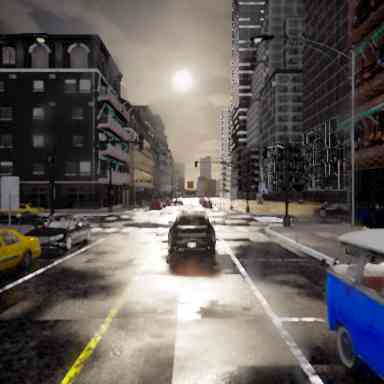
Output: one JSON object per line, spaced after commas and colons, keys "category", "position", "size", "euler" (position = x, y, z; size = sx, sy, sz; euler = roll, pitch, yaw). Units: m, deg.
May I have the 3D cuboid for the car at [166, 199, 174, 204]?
{"category": "car", "position": [-5.673, 2.417, 86.486], "size": [1.802, 1.307, 4.206], "euler": [-1, -1, 0]}

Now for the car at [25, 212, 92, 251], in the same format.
{"category": "car", "position": [-5.697, 1.688, 14.529], "size": [2.008, 1.369, 4.403], "euler": [-1, -1, 0]}

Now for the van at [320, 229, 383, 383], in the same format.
{"category": "van", "position": [2.677, 1.371, 3.165], "size": [1.690, 1.788, 3.998], "euler": [-1, -1, 0]}

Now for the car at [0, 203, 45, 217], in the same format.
{"category": "car", "position": [-17.873, 1.829, 34.503], "size": [4.829, 1.417, 1.752], "euler": [0, 0, 0]}

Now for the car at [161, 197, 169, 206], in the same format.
{"category": "car", "position": [-5.684, 1.996, 58.243], "size": [1.967, 1.590, 4.097], "euler": [-1, -1, 0]}

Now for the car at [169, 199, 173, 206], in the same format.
{"category": "car", "position": [-5.682, 1.982, 69.542], "size": [2.192, 1.841, 5.009], "euler": [-1, -1, 0]}

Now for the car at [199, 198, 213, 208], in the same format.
{"category": "car", "position": [2.665, 2.100, 58.297], "size": [1.887, 1.381, 4.507], "euler": [-1, -1, 0]}

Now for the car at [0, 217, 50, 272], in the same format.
{"category": "car", "position": [-5.699, 1.608, 8.695], "size": [1.752, 1.417, 4.829], "euler": [-1, -1, 0]}

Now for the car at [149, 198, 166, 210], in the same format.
{"category": "car", "position": [-5.684, 2.045, 52.594], "size": [1.887, 1.381, 4.507], "euler": [-1, -1, 0]}

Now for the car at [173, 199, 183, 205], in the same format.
{"category": "car", "position": [-2.976, 2.249, 73.212], "size": [1.994, 1.385, 4.181], "euler": [0, -1, 0]}

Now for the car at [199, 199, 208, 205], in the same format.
{"category": "car", "position": [2.672, 2.330, 80.892], "size": [2.008, 1.369, 4.403], "euler": [-1, -1, 0]}

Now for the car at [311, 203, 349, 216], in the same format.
{"category": "car", "position": [14.686, 1.796, 34.547], "size": [4.313, 1.339, 1.947], "euler": [0, 0, 0]}

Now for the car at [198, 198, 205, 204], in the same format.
{"category": "car", "position": [2.676, 2.436, 92.189], "size": [1.887, 1.381, 4.507], "euler": [-1, -1, 0]}

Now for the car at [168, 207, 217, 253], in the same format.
{"category": "car", "position": [0.010, 1.643, 14.284], "size": [1.837, 1.490, 4.892], "euler": [0, 0, 0]}

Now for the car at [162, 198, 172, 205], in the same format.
{"category": "car", "position": [-5.678, 2.163, 75.189], "size": [1.967, 1.590, 4.097], "euler": [-1, -1, 0]}
